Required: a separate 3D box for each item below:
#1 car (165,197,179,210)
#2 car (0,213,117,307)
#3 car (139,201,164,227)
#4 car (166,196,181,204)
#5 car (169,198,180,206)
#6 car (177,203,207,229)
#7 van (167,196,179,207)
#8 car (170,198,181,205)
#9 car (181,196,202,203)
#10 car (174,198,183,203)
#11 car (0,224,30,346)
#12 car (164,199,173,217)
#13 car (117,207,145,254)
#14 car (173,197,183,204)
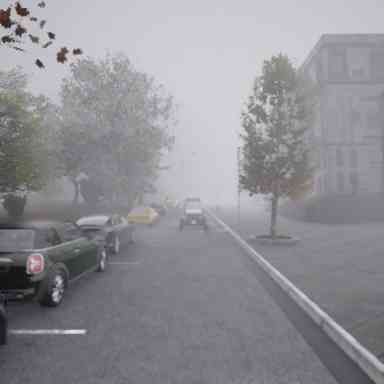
[{"bbox_3d":[-3.663,1.968,52.941,2.097,1.535,5.008,0,-1,2],"label":"car"},{"bbox_3d":[-3.657,1.441,8.350,2.185,1.767,4.553,0,-1,2],"label":"car"},{"bbox_3d":[-3.651,1.727,25.278,1.946,1.575,5.366,0,-1,2],"label":"car"},{"bbox_3d":[-3.664,1.763,58.548,2.435,2.045,5.566,0,-1,2],"label":"car"},{"bbox_3d":[-3.659,2.108,69.842,1.946,1.575,5.366,0,-1,2],"label":"car"},{"bbox_3d":[0.095,1.757,23.325,1.812,1.442,4.674,0,0,0],"label":"car"},{"bbox_3d":[-3.662,1.837,64.206,1.878,1.987,4.442,0,-1,2],"label":"van"},{"bbox_3d":[-3.668,2.159,75.221,2.097,1.535,5.008,0,-1,2],"label":"car"},{"bbox_3d":[0.086,1.610,40.990,2.150,2.045,5.566,0,-1,0],"label":"car"},{"bbox_3d":[-3.671,2.354,91.935,2.002,1.452,4.674,0,-1,2],"label":"car"},{"bbox_3d":[-3.655,1.385,2.779,2.185,1.767,4.553,0,-1,2],"label":"car"},{"bbox_3d":[-3.659,1.858,36.263,2.163,1.488,4.792,0,-1,2],"label":"car"},{"bbox_3d":[-3.656,1.623,13.944,2.231,1.521,4.892,0,-1,2],"label":"car"},{"bbox_3d":[-3.671,2.136,86.337,2.185,1.767,4.553,0,-1,2],"label":"car"}]
